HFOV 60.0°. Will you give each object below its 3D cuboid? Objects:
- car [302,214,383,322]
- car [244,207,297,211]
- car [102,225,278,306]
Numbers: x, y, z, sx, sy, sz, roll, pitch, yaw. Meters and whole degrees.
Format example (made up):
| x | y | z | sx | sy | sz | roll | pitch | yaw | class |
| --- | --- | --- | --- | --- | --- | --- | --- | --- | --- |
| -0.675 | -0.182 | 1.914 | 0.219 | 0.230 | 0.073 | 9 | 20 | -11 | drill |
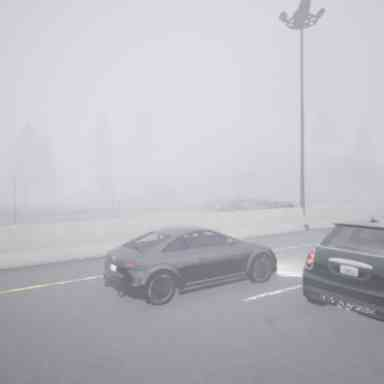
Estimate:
| x | y | z | sx | sy | sz | roll | pitch | yaw | class |
| --- | --- | --- | --- | --- | --- | --- | --- | --- | --- |
| 4.298 | 1.256 | 6.493 | 4.553 | 1.767 | 2.097 | -1 | 1 | -33 | car |
| 5.871 | 1.327 | 24.092 | 4.718 | 1.301 | 1.895 | -1 | 1 | -30 | car |
| 0.059 | 1.490 | 7.906 | 4.181 | 1.385 | 1.994 | -1 | 1 | -34 | car |
